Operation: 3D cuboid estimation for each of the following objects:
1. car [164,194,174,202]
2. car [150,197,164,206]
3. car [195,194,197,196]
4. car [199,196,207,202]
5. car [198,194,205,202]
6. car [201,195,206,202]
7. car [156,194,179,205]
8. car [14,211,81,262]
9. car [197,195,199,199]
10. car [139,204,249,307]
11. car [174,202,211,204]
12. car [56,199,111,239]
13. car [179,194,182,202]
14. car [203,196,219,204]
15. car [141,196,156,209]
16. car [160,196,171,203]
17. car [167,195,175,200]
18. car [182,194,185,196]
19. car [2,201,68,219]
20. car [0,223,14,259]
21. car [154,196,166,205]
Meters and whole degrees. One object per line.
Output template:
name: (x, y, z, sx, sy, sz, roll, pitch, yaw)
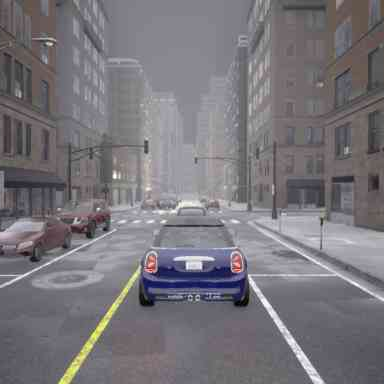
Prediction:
car: (-5.824, 1.400, 83.525, 2.192, 1.841, 5.009, -1, 0, 0)
car: (-5.772, 1.578, 55.700, 1.887, 1.381, 4.507, -1, 0, 0)
car: (2.692, 1.411, 89.120, 2.192, 1.841, 5.009, -1, 0, 0)
car: (2.705, 1.635, 83.556, 2.008, 1.369, 4.403, -1, 0, 0)
car: (2.734, 1.595, 66.865, 1.887, 1.381, 4.507, -1, 0, 0)
car: (2.762, 1.551, 50.346, 1.752, 1.417, 4.829, -1, 0, 0)
car: (-3.173, 1.370, 43.971, 2.097, 1.767, 4.553, 0, 0, 0)
car: (-5.695, 1.581, 11.987, 1.802, 1.307, 4.206, -1, 0, 0)
car: (2.723, 1.501, 72.429, 1.967, 1.590, 4.097, -1, 0, 0)
car: (0.049, 1.351, 8.153, 2.097, 1.767, 4.553, 0, 0, 0)
car: (-0.014, 1.505, 17.331, 1.837, 1.490, 4.892, 0, 0, 0)
car: (-5.708, 1.315, 17.570, 2.192, 1.841, 5.009, -1, 0, 0)
car: (-3.182, 1.525, 55.891, 2.128, 1.511, 4.902, 0, 0, 0)
car: (2.773, 1.601, 44.612, 1.802, 1.307, 4.206, -1, 0, 0)
car: (-5.752, 1.601, 44.570, 1.802, 1.307, 4.206, -1, 0, 0)
car: (-5.801, 1.612, 72.394, 2.008, 1.369, 4.403, -1, 0, 0)
car: (-5.841, 1.547, 94.655, 1.967, 1.590, 4.097, -1, 0, 0)
car: (-3.119, 1.596, 69.541, 2.033, 1.411, 5.357, 0, 0, 0)
car: (-13.943, 1.582, 29.844, 4.902, 1.511, 2.128, 0, 1, 0)
car: (-5.686, 1.550, 6.404, 2.008, 1.369, 4.403, -1, 0, 0)
car: (-5.782, 1.566, 61.094, 1.752, 1.417, 4.829, -1, 0, 0)
